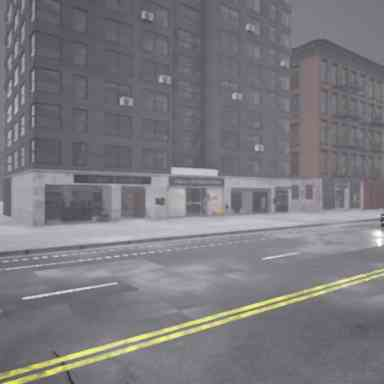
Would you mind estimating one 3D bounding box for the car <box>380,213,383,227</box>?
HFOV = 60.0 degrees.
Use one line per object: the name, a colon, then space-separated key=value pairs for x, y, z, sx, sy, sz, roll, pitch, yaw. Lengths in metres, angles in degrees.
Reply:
car: x=14.300 y=1.535 z=21.871 sx=5.008 sy=1.535 sz=1.882 roll=0 pitch=0 yaw=-35
